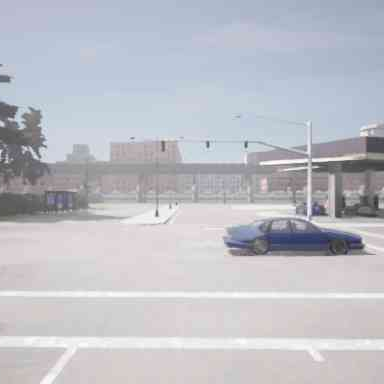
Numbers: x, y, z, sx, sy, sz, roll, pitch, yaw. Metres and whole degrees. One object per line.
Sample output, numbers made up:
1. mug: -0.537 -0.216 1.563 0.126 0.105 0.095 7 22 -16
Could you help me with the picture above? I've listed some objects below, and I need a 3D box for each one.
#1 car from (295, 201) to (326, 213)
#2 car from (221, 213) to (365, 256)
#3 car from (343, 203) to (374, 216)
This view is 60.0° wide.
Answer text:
1. car: 13.189 1.787 37.240 2.242 1.667 4.611 0 -1 0
2. car: 3.897 1.726 13.368 5.357 1.411 2.033 0 -1 0
3. car: 18.934 1.958 38.004 1.970 1.475 3.806 0 -1 0
